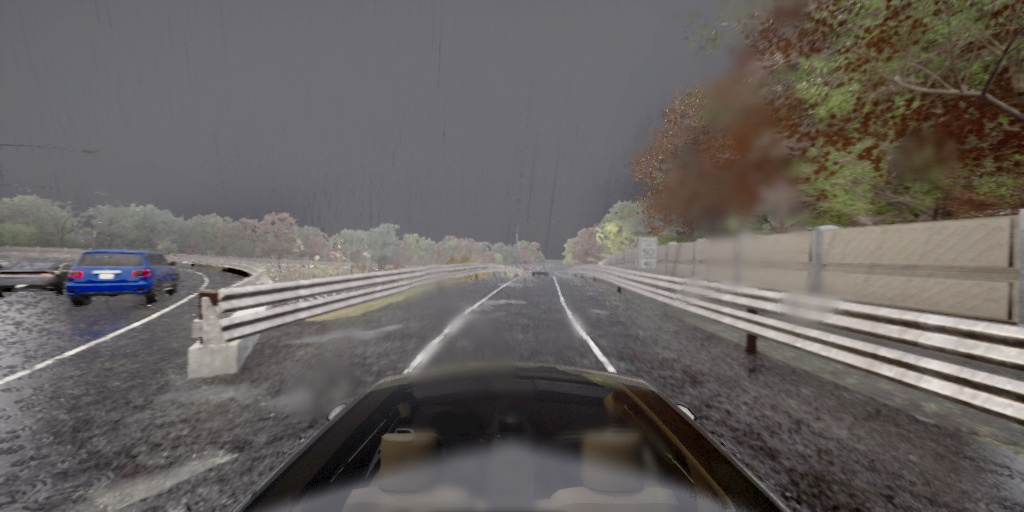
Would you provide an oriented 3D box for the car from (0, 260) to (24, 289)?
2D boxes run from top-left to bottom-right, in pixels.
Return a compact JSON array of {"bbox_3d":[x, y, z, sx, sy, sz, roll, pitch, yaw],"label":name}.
[{"bbox_3d":[-26.506,0.938,17.621,1.812,1.442,4.674,1,0,-39],"label":"car"}]

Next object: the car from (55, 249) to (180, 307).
[{"bbox_3d":[-15.380,0.770,14.530,2.150,2.045,5.566,1,0,-34],"label":"car"}]

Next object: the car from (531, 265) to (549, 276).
[{"bbox_3d":[3.541,1.938,47.088,2.033,1.411,5.357,1,-3,6],"label":"car"}]

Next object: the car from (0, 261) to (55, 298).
[{"bbox_3d":[-20.951,0.972,16.228,2.128,1.511,4.902,1,0,-36],"label":"car"}]
